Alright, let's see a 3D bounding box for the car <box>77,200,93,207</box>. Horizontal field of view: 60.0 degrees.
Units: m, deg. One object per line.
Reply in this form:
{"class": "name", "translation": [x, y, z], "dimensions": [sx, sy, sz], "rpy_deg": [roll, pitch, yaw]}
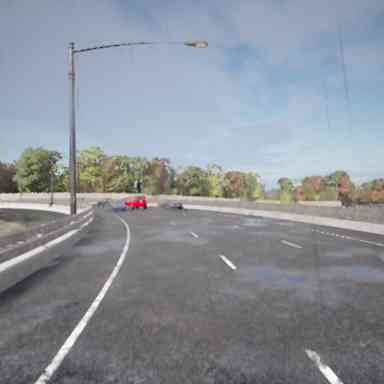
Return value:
{"class": "car", "translation": [-19.987, 2.136, 61.341], "dimensions": [1.895, 1.301, 4.718], "rpy_deg": [-1, 0, -38]}

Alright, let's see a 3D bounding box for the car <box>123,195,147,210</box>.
{"class": "car", "translation": [-8.353, 1.537, 48.956], "dimensions": [2.150, 2.045, 5.566], "rpy_deg": [-1, -1, -28]}

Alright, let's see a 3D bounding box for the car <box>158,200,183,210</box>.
{"class": "car", "translation": [-2.971, 1.778, 46.045], "dimensions": [2.033, 1.411, 5.357], "rpy_deg": [-1, 0, -25]}

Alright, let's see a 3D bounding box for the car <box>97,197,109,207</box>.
{"class": "car", "translation": [-16.024, 1.832, 61.794], "dimensions": [2.097, 1.767, 4.553], "rpy_deg": [-1, 0, -35]}

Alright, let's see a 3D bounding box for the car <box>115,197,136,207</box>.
{"class": "car", "translation": [-12.603, 1.788, 62.966], "dimensions": [2.097, 1.767, 4.553], "rpy_deg": [-1, 0, -35]}

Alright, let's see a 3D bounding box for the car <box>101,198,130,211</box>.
{"class": "car", "translation": [-10.650, 1.886, 45.854], "dimensions": [2.033, 1.411, 5.357], "rpy_deg": [-1, 0, -27]}
